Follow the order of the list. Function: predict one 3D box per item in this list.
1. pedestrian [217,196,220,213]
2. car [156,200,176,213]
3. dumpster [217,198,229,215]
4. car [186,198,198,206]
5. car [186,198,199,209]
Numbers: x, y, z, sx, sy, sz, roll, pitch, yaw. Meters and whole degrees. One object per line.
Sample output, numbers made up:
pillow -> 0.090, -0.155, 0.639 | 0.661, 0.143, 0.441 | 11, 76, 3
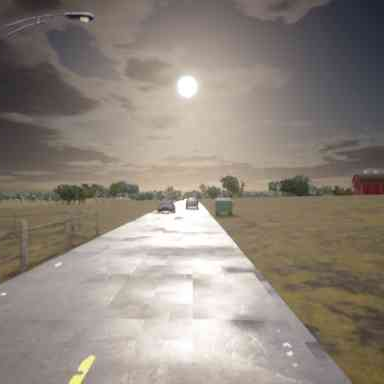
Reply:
pedestrian -> 2.822, 1.310, 34.916 | 0.375, 1.860, 0.375 | 0, 0, -10
car -> -2.842, 1.640, 37.649 | 1.994, 1.385, 4.181 | 0, 0, 0
dumpster -> 3.122, 1.456, 33.913 | 1.020, 1.700, 1.940 | 0, 0, 0
car -> -0.005, 1.734, 60.205 | 2.033, 1.411, 5.357 | 0, 0, 0
car -> 0.041, 1.618, 48.611 | 2.128, 1.511, 4.902 | 0, 0, 1
